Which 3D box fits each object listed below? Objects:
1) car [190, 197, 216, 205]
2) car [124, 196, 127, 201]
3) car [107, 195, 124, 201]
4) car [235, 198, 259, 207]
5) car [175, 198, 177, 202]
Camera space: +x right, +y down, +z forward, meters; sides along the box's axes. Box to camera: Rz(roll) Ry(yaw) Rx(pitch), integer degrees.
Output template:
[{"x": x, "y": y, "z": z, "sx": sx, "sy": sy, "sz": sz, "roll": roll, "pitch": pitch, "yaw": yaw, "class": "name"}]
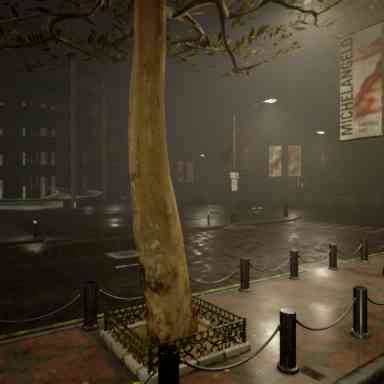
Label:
[{"x": 1.868, "y": 1.547, "z": 58.035, "sx": 2.033, "sy": 1.411, "sz": 5.357, "roll": 0, "pitch": 0, "yaw": -38, "class": "car"}, {"x": -18.057, "y": 1.464, "z": 80.764, "sx": 4.674, "sy": 1.442, "sz": 1.812, "roll": 0, "pitch": 0, "yaw": 12, "class": "car"}, {"x": -19.016, "y": 1.474, "z": 77.398, "sx": 4.674, "sy": 1.442, "sz": 1.812, "roll": 0, "pitch": 0, "yaw": 12, "class": "car"}, {"x": 8.018, "y": 1.564, "z": 49.571, "sx": 1.994, "sy": 1.385, "sz": 4.181, "roll": 0, "pitch": 0, "yaw": -35, "class": "car"}, {"x": -5.086, "y": 1.478, "z": 65.904, "sx": 5.008, "sy": 1.535, "sz": 1.882, "roll": 0, "pitch": 0, "yaw": 41, "class": "car"}]
